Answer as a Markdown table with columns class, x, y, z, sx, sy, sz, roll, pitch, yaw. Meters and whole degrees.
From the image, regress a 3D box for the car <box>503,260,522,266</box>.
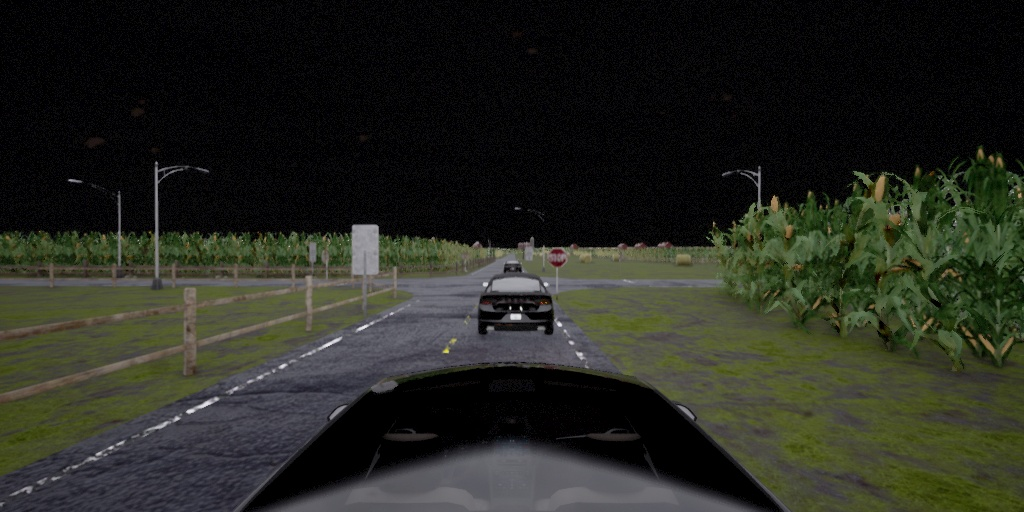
| class | x | y | z | sx | sy | sz | roll | pitch | yaw |
| --- | --- | --- | --- | --- | --- | --- | --- | --- | --- |
| car | 0.082 | 1.155 | 39.877 | 1.882 | 1.535 | 5.008 | 0 | 0 | 0 |

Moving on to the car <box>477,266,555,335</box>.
| class | x | y | z | sx | sy | sz | roll | pitch | yaw |
| --- | --- | --- | --- | --- | --- | --- | --- | --- | --- |
| car | 0.116 | 1.216 | 10.545 | 1.882 | 1.535 | 5.008 | 0 | 0 | 1 |
